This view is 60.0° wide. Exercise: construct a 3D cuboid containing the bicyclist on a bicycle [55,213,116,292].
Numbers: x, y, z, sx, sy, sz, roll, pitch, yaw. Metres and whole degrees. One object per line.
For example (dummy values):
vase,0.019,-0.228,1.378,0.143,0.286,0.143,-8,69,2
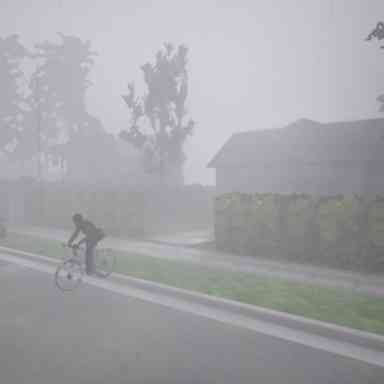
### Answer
bicyclist on a bicycle,-2.375,1.275,7.471,0.582,1.620,1.656,1,7,36
